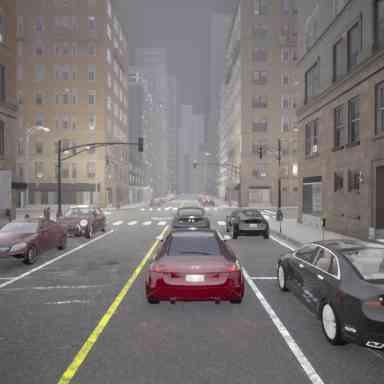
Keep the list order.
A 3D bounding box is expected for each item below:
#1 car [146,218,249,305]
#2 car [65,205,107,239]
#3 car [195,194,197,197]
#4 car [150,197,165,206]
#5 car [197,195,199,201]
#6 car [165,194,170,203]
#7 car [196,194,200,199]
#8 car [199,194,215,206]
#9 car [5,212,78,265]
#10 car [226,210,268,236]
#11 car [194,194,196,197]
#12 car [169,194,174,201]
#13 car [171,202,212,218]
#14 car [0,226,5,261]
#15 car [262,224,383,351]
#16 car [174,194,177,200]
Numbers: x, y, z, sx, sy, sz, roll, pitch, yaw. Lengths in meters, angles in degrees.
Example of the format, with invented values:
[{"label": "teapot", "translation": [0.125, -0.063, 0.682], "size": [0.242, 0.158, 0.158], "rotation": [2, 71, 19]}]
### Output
[{"label": "car", "translation": [0.042, 1.564, 8.168], "size": [1.994, 1.385, 4.181], "rotation": [0, 0, -1]}, {"label": "car", "translation": [-5.752, 1.441, 17.131], "size": [1.967, 1.590, 4.097], "rotation": [0, 0, 0]}, {"label": "car", "translation": [2.520, 1.561, 86.716], "size": [1.967, 1.590, 4.097], "rotation": [0, 0, 0]}, {"label": "car", "translation": [-5.901, 1.618, 54.233], "size": [1.802, 1.307, 4.206], "rotation": [0, 0, 0]}, {"label": "car", "translation": [2.590, 1.607, 65.080], "size": [2.008, 1.369, 4.403], "rotation": [0, 0, 0]}, {"label": "car", "translation": [-5.935, 1.607, 65.050], "size": [2.008, 1.369, 4.403], "rotation": [0, 0, 0]}, {"label": "car", "translation": [2.555, 1.524, 75.898], "size": [1.967, 1.590, 4.097], "rotation": [0, 0, 0]}, {"label": "car", "translation": [2.623, 1.476, 54.263], "size": [1.967, 1.590, 4.097], "rotation": [0, 0, 0]}, {"label": "car", "translation": [-5.724, 1.582, 11.629], "size": [1.802, 1.307, 4.206], "rotation": [0, 0, 0]}, {"label": "car", "translation": [2.774, 1.567, 17.173], "size": [1.947, 1.339, 4.313], "rotation": [0, 0, 0]}, {"label": "car", "translation": [2.502, 1.457, 92.126], "size": [2.192, 1.841, 5.009], "rotation": [0, 0, 0]}, {"label": "car", "translation": [-5.986, 1.626, 81.106], "size": [1.752, 1.417, 4.829], "rotation": [0, 0, 0]}, {"label": "car", "translation": [-0.046, 1.506, 17.081], "size": [1.837, 1.490, 4.892], "rotation": [0, 0, 0]}, {"label": "car", "translation": [-5.697, 1.566, 6.128], "size": [1.947, 1.339, 4.313], "rotation": [0, 0, 0]}, {"label": "car", "translation": [2.828, 1.551, 6.170], "size": [2.008, 1.369, 4.403], "rotation": [0, 0, 0]}, {"label": "car", "translation": [-6.022, 1.457, 92.093], "size": [2.192, 1.841, 5.009], "rotation": [0, 0, 0]}]
